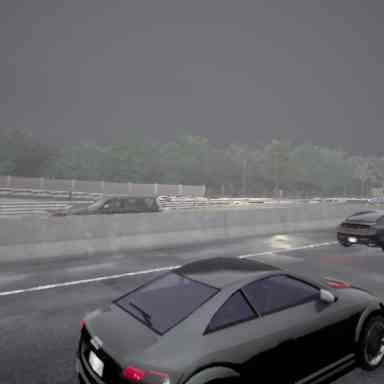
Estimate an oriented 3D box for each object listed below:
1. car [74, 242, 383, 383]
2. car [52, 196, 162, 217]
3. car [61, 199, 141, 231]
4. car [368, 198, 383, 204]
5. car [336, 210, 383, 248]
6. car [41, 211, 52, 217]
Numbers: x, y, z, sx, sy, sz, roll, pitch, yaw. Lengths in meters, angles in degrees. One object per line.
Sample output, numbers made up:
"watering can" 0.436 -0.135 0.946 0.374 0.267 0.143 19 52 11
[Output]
"car" 0.734 1.565 4.271 4.181 1.385 1.994 0 0 -36
"car" -4.280 1.224 18.138 5.566 2.045 2.150 0 0 -36
"car" -5.793 1.354 21.357 4.553 1.767 2.097 0 0 -36
"car" 28.379 1.612 49.925 5.008 1.535 1.882 0 0 -36
"car" 7.894 1.517 13.681 4.892 1.490 1.837 0 0 -36
"car" -8.301 1.527 23.867 4.674 1.442 1.812 0 0 -36
